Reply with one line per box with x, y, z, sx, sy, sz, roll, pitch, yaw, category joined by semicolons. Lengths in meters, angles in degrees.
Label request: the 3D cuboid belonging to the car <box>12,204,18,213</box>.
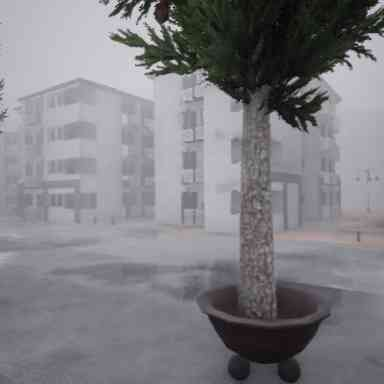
-20.418;2.150;43.096;4.974;1.542;2.038;0;0;-25;car

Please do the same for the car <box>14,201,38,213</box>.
-22.498;1.938;45.001;1.845;1.501;3.633;0;-1;-43;car
